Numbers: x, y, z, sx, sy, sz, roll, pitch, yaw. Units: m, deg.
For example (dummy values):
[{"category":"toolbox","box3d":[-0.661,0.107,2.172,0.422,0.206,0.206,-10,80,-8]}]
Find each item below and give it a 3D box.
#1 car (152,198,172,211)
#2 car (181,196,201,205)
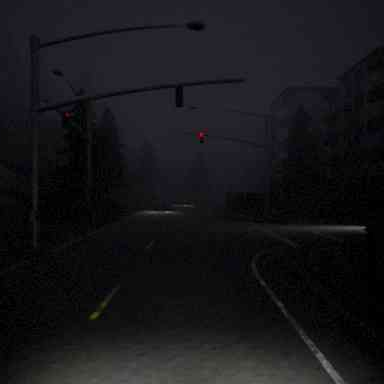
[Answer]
[{"category":"car","box3d":[-3.443,1.434,38.885,1.812,1.442,4.674,0,0,2]},{"category":"car","box3d":[-0.029,1.396,55.356,1.812,1.442,4.674,0,0,27]}]
